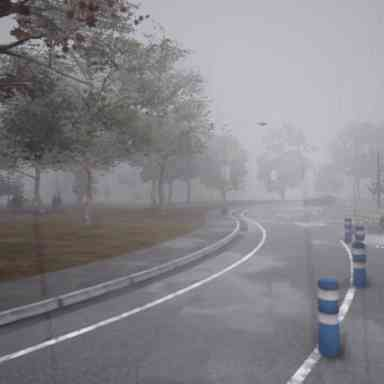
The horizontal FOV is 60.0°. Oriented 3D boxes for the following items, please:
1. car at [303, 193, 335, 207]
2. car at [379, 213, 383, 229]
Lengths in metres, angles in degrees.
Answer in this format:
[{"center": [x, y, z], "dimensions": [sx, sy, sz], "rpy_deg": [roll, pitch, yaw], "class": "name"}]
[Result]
[{"center": [15.291, 0.936, 40.030], "dimensions": [5.008, 1.535, 1.882], "rpy_deg": [-1, 0, -40], "class": "car"}, {"center": [11.525, 1.343, 16.287], "dimensions": [1.994, 1.385, 4.181], "rpy_deg": [-1, 1, -27], "class": "car"}]
